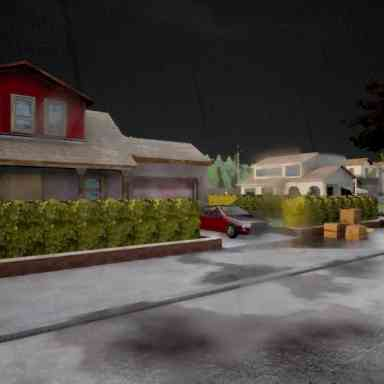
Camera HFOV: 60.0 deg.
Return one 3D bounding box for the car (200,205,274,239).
[{"bbox_3d":[1.536,1.356,16.530,2.033,1.415,5.357,0,0,-33],"label":"car"}]
